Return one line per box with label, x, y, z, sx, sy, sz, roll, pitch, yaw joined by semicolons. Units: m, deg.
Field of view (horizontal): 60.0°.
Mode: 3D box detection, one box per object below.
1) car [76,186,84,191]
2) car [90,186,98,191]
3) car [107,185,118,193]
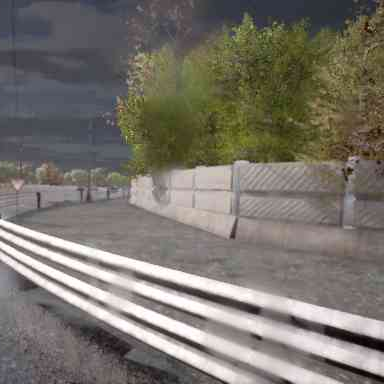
car;-29.262;-0.825;86.874;1.837;1.490;4.892;1;1;-19
car;-25.903;-0.732;87.856;1.812;1.442;4.674;1;1;-19
car;-20.953;-0.905;87.790;2.150;2.045;5.566;1;1;-3
